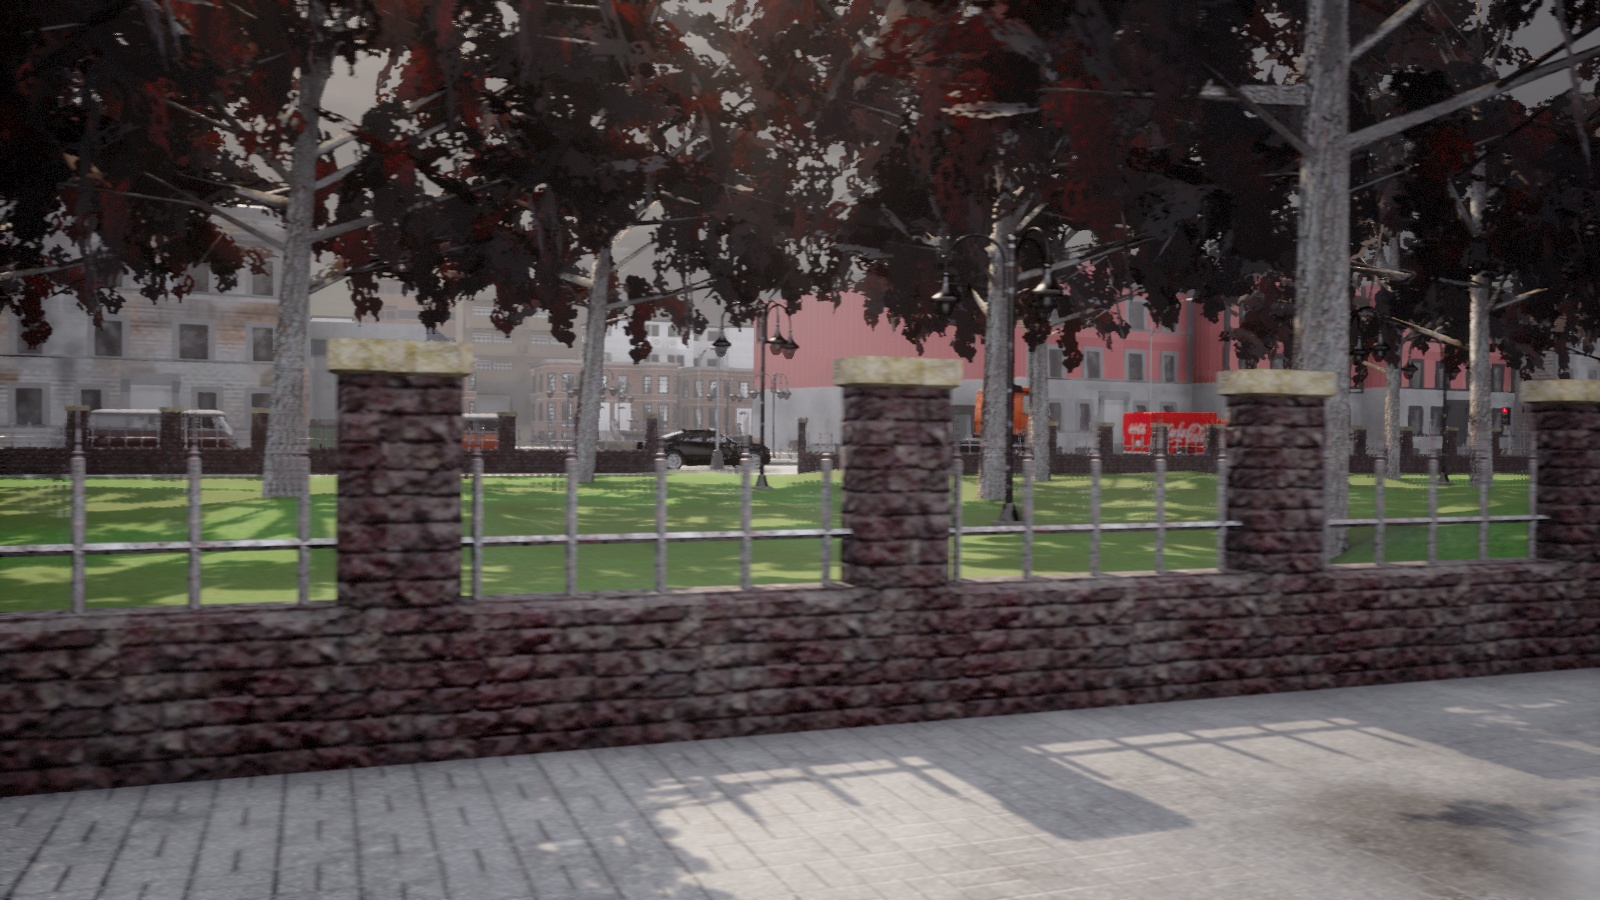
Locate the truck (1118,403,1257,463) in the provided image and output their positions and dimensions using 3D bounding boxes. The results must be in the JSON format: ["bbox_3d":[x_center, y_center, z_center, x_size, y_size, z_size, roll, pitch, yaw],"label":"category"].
[{"bbox_3d":[16.760,-0.755,54.345,5.204,2.467,2.627,-1,1,-21],"label":"truck"}]

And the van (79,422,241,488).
[{"bbox_3d":[-20.372,0.117,40.185,4.442,1.987,1.775,-1,1,-21],"label":"van"}]

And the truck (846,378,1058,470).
[{"bbox_3d":[6.095,-1.068,50.274,7.936,3.462,2.891,-1,1,-21],"label":"truck"}]

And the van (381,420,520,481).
[{"bbox_3d":[-12.070,-0.025,43.359,4.442,1.987,1.775,-1,1,-21],"label":"van"}]

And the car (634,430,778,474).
[{"bbox_3d":[-3.491,0.054,46.633,5.008,1.535,1.882,-1,1,-21],"label":"car"}]
